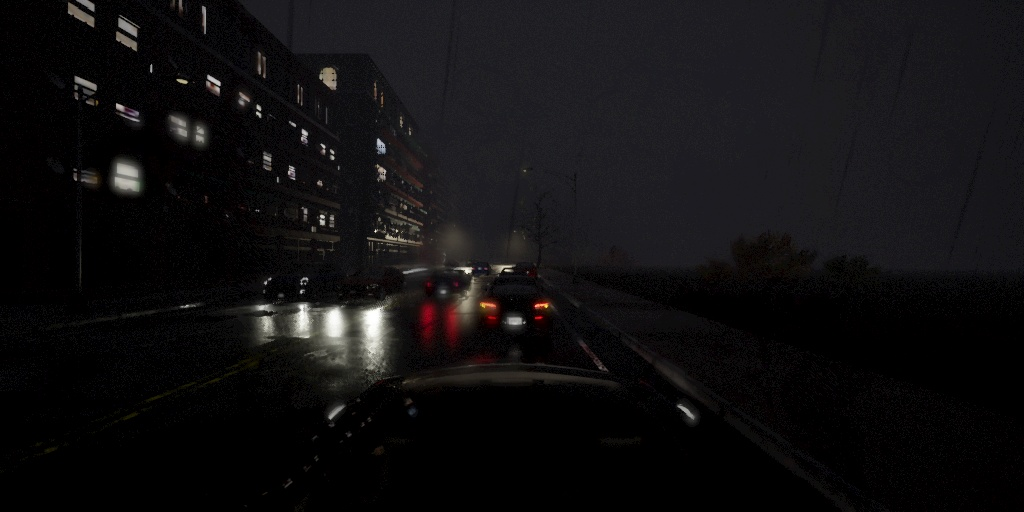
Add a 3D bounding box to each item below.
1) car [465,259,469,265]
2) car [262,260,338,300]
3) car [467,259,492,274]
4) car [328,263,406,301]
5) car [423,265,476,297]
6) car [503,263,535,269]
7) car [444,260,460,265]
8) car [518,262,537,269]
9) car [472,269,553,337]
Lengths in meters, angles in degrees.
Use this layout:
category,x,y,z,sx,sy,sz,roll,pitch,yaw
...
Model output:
category,x,y,z,sx,sy,sz,roll,pitch,yaw
car,-6.723,1.259,60.760,1.837,1.490,4.892,0,-1,0
car,-9.890,1.104,17.587,2.097,1.767,4.553,0,0,0
car,-3.244,1.301,38.440,2.033,1.411,5.357,0,0,0
car,-6.639,1.230,17.437,1.882,1.535,5.008,0,0,0
car,-3.193,1.354,18.814,1.895,1.301,4.718,0,0,0
car,0.055,1.317,20.391,1.994,1.385,4.181,0,0,0
car,-9.973,1.353,59.558,1.895,1.301,4.718,0,0,0
car,1.068,1.232,29.919,1.882,1.535,5.008,0,0,0
car,0.071,1.277,10.224,1.812,1.442,4.674,0,0,0
